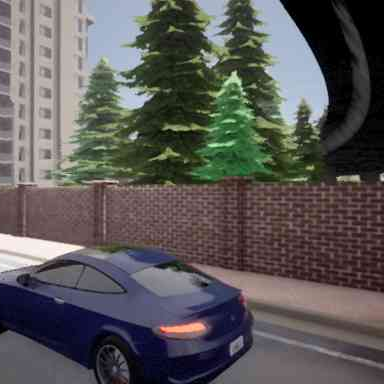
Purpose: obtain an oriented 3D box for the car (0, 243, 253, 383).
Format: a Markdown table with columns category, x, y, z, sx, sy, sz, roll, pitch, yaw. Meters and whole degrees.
| category | x | y | z | sx | sy | sz | roll | pitch | yaw |
| --- | --- | --- | --- | --- | --- | --- | --- | --- | --- |
| car | -1.381 | 1.531 | 5.036 | 4.674 | 1.442 | 1.812 | 0 | 0 | 36 |
